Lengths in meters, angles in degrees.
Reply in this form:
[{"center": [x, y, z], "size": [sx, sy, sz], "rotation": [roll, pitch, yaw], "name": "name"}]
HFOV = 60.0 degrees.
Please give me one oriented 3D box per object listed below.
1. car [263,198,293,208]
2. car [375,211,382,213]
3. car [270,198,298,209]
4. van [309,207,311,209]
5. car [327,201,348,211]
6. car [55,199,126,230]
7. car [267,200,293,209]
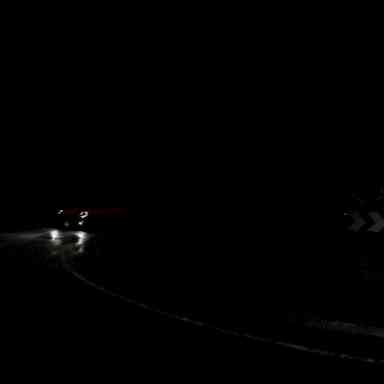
[{"center": [17.763, 2.345, 70.268], "size": [5.566, 2.045, 2.435], "rotation": [2, -1, 33], "name": "car"}, {"center": [34.774, 3.353, 62.578], "size": [2.128, 1.511, 4.902], "rotation": [2, -1, 34], "name": "car"}, {"center": [20.737, 2.586, 74.844], "size": [5.566, 2.045, 2.435], "rotation": [2, -1, 33], "name": "car"}, {"center": [26.931, 3.203, 84.124], "size": [4.442, 1.987, 1.878], "rotation": [2, -2, 33], "name": "van"}, {"center": [26.799, 2.744, 61.785], "size": [4.553, 1.767, 2.185], "rotation": [2, -1, 33], "name": "car"}, {"center": [-5.832, 1.191, 19.632], "size": [2.097, 1.767, 4.553], "rotation": [2, 0, 20], "name": "car"}, {"center": [19.185, 2.712, 72.511], "size": [4.892, 1.521, 2.231], "rotation": [2, -1, 33], "name": "car"}]
